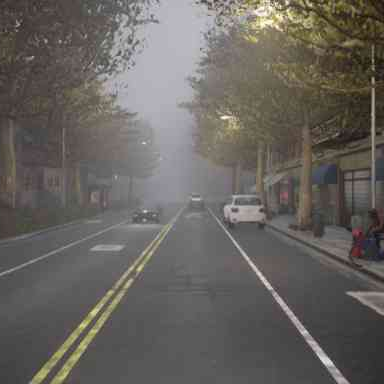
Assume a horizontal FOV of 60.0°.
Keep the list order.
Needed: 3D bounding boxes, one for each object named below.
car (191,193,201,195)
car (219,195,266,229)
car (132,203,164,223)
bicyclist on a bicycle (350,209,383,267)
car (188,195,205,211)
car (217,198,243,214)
[{"bbox_3d":[0.617,1.199,50.859,2.150,2.045,5.566,0,0,1],"label":"car"},{"bbox_3d":[3.290,1.219,21.672,2.435,2.045,5.566,0,0,1],"label":"car"},{"bbox_3d":[-3.227,1.536,25.491,2.033,1.411,5.357,0,0,1],"label":"car"},{"bbox_3d":[5.214,1.302,9.274,1.656,1.620,0.582,-1,0,1],"label":"bicyclist on a bicycle"},{"bbox_3d":[0.537,1.473,40.428,2.128,1.511,4.902,0,0,1],"label":"car"},{"bbox_3d":[4.040,1.465,36.030,2.231,1.521,4.892,0,0,1],"label":"car"}]
